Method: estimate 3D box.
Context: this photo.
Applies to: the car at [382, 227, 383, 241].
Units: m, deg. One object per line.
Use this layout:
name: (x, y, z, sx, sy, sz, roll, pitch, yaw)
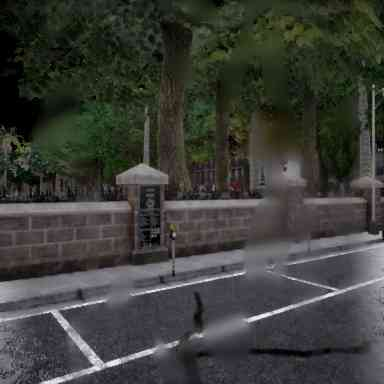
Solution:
car: (9.786, 1.310, 13.538, 5.009, 1.841, 2.192, 0, 0, -36)
